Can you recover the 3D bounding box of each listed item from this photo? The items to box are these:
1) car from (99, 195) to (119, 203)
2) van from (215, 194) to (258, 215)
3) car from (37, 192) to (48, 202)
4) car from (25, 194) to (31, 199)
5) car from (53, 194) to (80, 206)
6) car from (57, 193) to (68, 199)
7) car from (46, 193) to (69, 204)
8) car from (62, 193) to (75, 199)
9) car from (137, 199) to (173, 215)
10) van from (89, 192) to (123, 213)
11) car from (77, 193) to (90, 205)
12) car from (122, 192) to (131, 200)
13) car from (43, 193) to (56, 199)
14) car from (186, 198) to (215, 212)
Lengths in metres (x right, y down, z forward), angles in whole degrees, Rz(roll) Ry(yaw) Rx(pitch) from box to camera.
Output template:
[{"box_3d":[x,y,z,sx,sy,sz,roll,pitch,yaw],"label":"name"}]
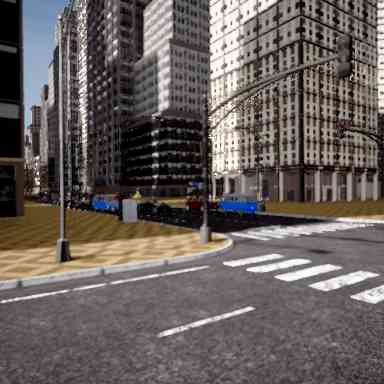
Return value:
[{"box_3d":[-14.533,1.170,57.862,1.887,1.381,4.507,0,1,-34],"label":"car"},{"box_3d":[4.211,1.124,30.421,1.690,1.788,3.998,-1,1,-34],"label":"van"},{"box_3d":[-27.686,1.252,62.329,1.802,1.307,4.206,0,1,-34],"label":"car"},{"box_3d":[-40.122,1.143,80.668,1.802,1.307,4.206,0,1,-34],"label":"car"},{"box_3d":[-18.360,1.317,48.575,1.947,1.339,4.313,0,1,-34],"label":"car"},{"box_3d":[-33.282,0.987,85.511,1.752,1.417,4.829,0,1,-34],"label":"car"},{"box_3d":[-21.468,1.275,53.159,2.008,1.369,4.403,0,1,-34],"label":"car"},{"box_3d":[-30.078,1.040,80.786,2.008,1.369,4.403,0,1,-34],"label":"car"},{"box_3d":[-3.530,1.392,31.319,1.994,1.385,4.181,-1,1,-34],"label":"car"},{"box_3d":[-9.034,1.172,34.820,1.690,1.788,3.998,-1,1,-34],"label":"van"},{"box_3d":[-16.557,1.241,50.654,1.812,1.442,4.674,-1,1,-34],"label":"car"},{"box_3d":[-11.425,0.967,53.276,2.192,1.841,5.009,0,1,-34],"label":"car"},{"box_3d":[-36.969,0.999,86.149,2.128,1.511,4.902,-1,1,-34],"label":"car"},{"box_3d":[1.029,1.302,34.956,1.887,1.381,4.507,-1,1,-34],"label":"car"}]
